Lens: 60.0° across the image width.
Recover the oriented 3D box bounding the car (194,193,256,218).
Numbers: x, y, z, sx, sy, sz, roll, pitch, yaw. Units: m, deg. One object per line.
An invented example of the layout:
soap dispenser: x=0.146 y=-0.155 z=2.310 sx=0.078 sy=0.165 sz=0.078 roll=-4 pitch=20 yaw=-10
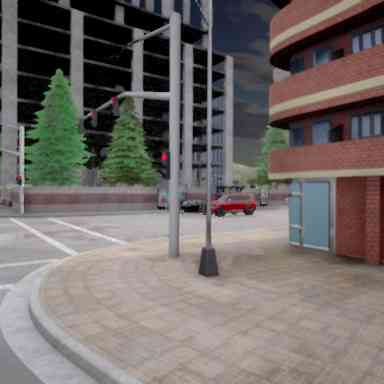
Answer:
car: x=3.318 y=1.152 z=29.972 sx=5.566 sy=2.045 sz=2.150 roll=0 pitch=0 yaw=-34

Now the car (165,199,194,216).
car: x=-0.197 y=1.377 z=31.838 sx=5.008 sy=1.535 sz=1.882 roll=0 pitch=0 yaw=-34
